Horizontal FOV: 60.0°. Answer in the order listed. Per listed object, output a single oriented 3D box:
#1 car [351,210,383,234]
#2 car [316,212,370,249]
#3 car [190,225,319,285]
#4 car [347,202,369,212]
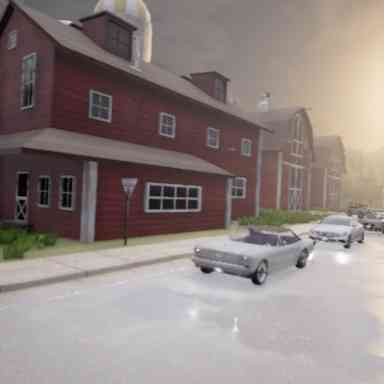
[{"bbox_3d":[13.709,2.320,25.029,1.994,1.385,4.181,2,0,39],"label":"car"},{"bbox_3d":[7.583,1.955,17.209,1.812,1.442,4.674,2,0,38],"label":"car"},{"bbox_3d":[2.040,1.735,10.160,1.895,1.301,4.718,2,0,38],"label":"car"},{"bbox_3d":[20.304,2.283,40.086,1.905,1.878,3.866,8,1,-4],"label":"car"}]
